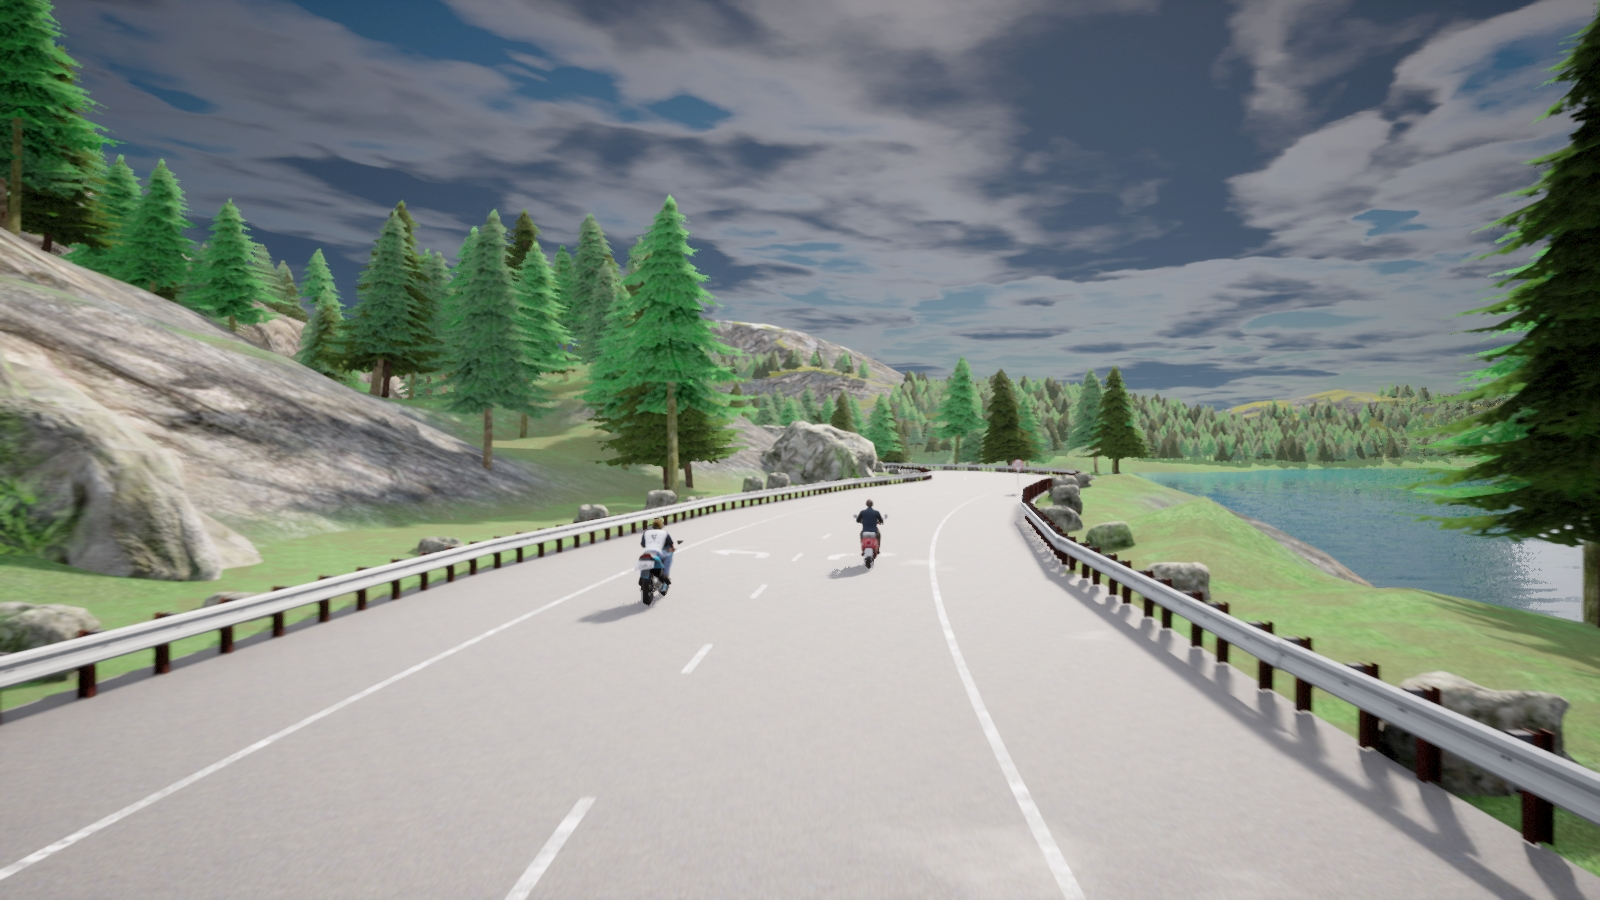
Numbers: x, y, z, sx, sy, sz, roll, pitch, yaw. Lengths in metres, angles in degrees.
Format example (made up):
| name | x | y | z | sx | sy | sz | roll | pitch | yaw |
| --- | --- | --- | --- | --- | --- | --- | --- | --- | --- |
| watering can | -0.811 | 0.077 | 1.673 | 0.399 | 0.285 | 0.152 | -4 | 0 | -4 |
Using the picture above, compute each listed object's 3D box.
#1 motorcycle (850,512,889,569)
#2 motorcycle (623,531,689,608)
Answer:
| name | x | y | z | sx | sy | sz | roll | pitch | yaw |
| --- | --- | --- | --- | --- | --- | --- | --- | --- | --- |
| motorcycle | 1.707 | 2.183 | 27.805 | 0.856 | 1.236 | 1.805 | 0 | 0 | 6 |
| motorcycle | -2.640 | 2.176 | 21.129 | 0.803 | 1.217 | 2.033 | 0 | 0 | 5 |
